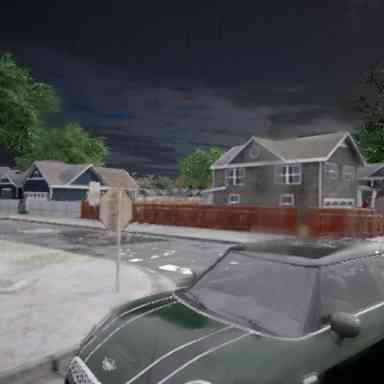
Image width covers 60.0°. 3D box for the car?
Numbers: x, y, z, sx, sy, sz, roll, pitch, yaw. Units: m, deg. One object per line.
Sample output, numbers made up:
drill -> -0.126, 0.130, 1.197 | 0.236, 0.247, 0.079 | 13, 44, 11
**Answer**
car -> 1.017, 1.393, 3.750 | 4.553, 1.767, 2.097 | 1, -1, -36
